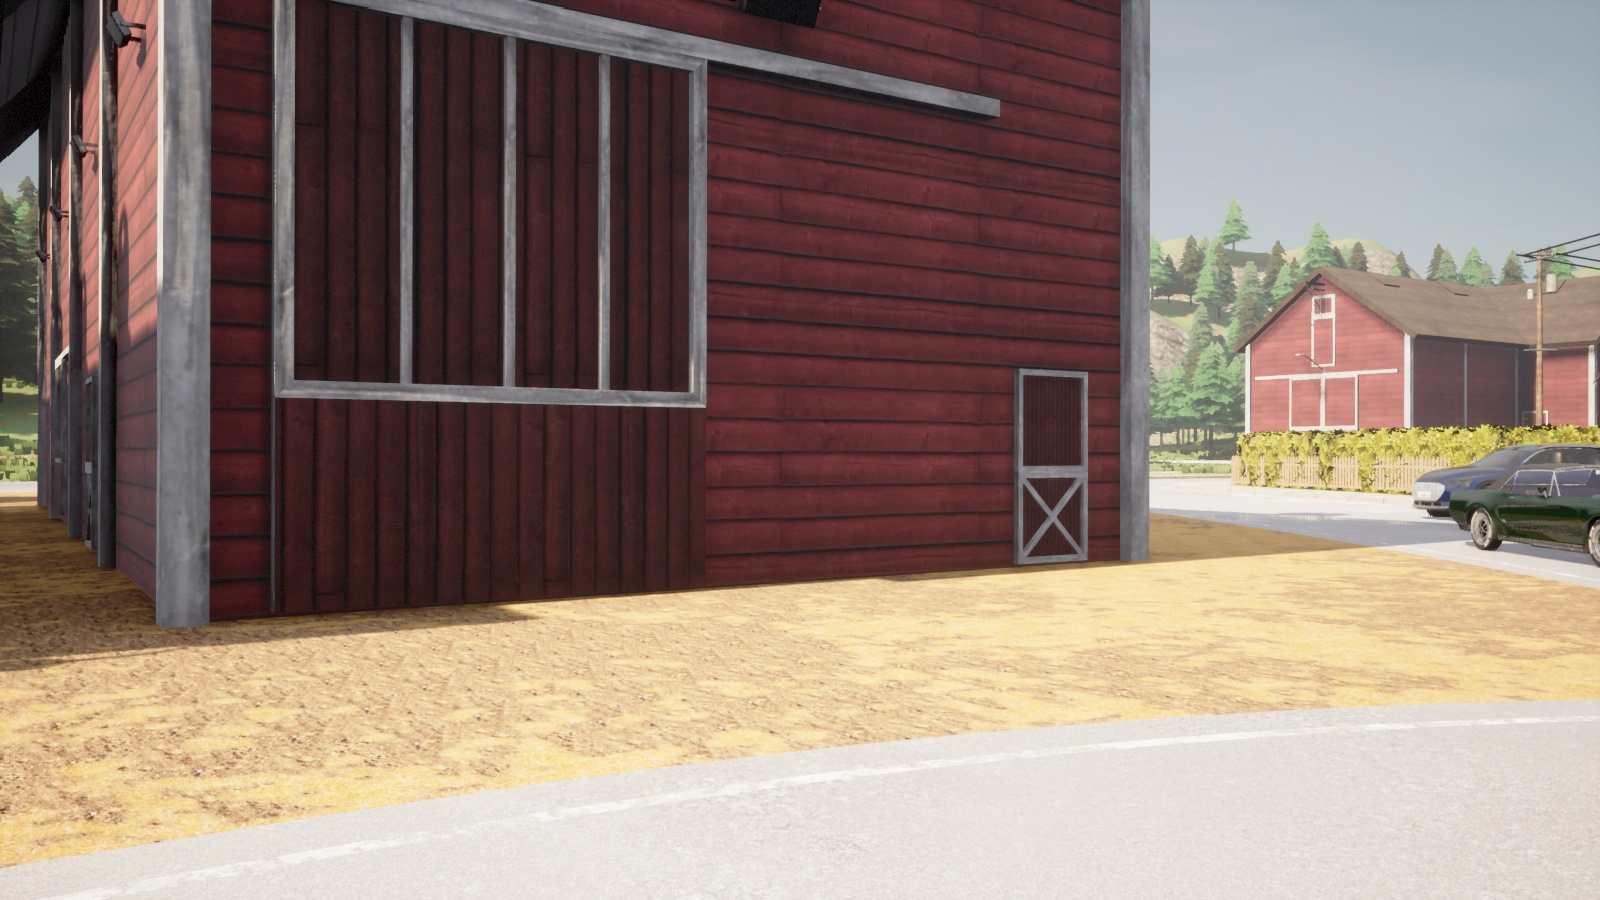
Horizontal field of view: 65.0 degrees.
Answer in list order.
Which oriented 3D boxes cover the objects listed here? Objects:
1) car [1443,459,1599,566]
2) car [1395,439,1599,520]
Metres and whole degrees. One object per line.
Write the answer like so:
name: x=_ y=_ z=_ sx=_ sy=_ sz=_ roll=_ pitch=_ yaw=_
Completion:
car: x=10.993 y=0.804 z=17.312 sx=1.895 sy=1.301 sz=4.718 roll=0 pitch=0 yaw=1
car: x=15.657 y=0.611 z=26.962 sx=4.856 sy=1.649 sz=2.033 roll=0 pitch=0 yaw=-6
